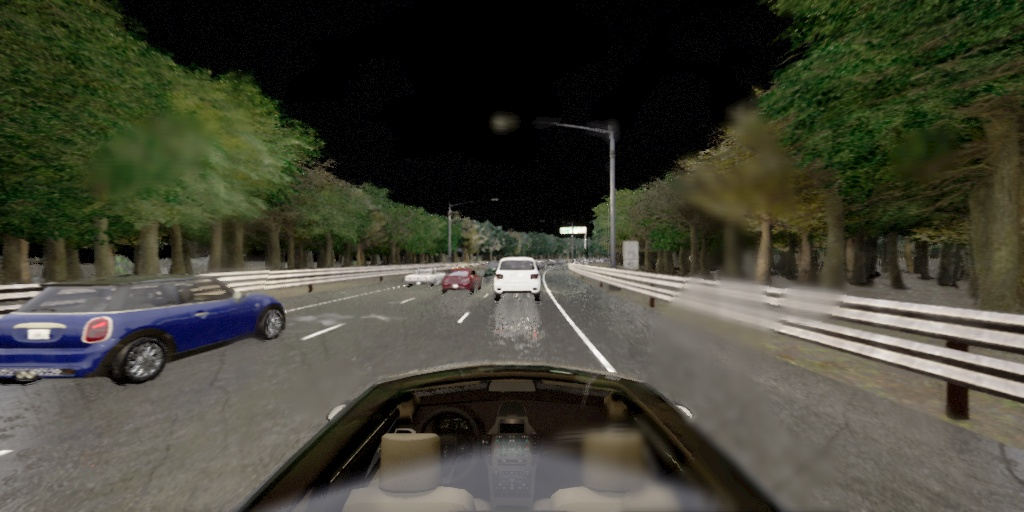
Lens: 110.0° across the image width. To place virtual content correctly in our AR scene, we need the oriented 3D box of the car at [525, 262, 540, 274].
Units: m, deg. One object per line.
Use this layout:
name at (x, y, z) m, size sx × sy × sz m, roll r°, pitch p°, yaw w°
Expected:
car at (2.870, 1.640, 50.191) m, size 1.812 × 1.442 × 4.674 m, roll 0°, pitch 0°, yaw 7°

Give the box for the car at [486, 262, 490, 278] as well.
car at (-1.679, 1.396, 39.301) m, size 2.097 × 1.767 × 4.553 m, roll 0°, pitch 0°, yaw 5°

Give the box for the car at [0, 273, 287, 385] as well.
car at (-6.834, 1.166, 7.318) m, size 2.097 × 1.767 × 4.553 m, roll 0°, pitch 0°, yaw 0°

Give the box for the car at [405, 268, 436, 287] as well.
car at (-6.175, 1.559, 26.368) m, size 1.895 × 1.301 × 4.718 m, roll 0°, pitch 0°, yaw 3°

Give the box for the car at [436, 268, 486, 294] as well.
car at (-2.918, 1.436, 21.373) m, size 1.812 × 1.442 × 4.674 m, roll 0°, pitch 0°, yaw 2°

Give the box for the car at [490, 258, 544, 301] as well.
car at (0.330, 1.102, 18.600) m, size 2.150 × 2.045 × 5.566 m, roll 0°, pitch 0°, yaw 2°
